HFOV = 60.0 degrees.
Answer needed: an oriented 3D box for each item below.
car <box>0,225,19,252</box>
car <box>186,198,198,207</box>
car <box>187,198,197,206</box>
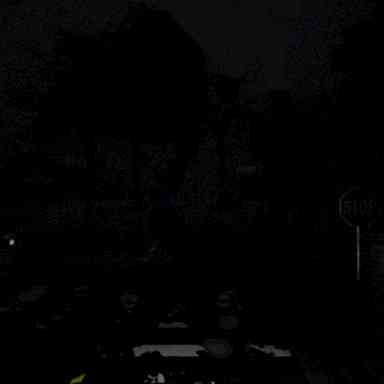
[{"bbox_3d":[-8.398,1.364,11.001,4.902,1.511,2.128,1,-1,-1],"label":"car"},{"bbox_3d":[0.075,1.903,57.015,1.994,1.385,4.181,0,-1,0],"label":"car"},{"bbox_3d":[-0.022,1.966,66.894,1.837,1.490,4.892,0,-1,0],"label":"car"}]
